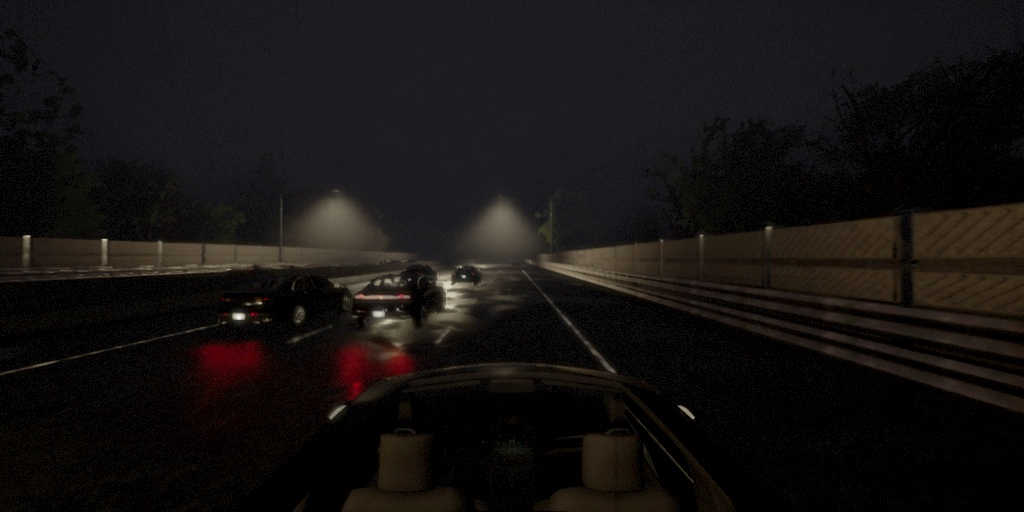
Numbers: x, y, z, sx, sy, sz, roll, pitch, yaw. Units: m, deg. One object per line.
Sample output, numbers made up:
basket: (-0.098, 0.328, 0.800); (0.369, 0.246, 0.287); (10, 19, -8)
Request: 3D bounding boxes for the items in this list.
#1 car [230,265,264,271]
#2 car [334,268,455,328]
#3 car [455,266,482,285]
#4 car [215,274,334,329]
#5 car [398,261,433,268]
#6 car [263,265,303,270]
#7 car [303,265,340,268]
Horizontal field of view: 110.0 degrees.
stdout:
car: (-24.609, 1.526, 34.435); (1.895, 1.301, 4.718); (0, 0, 0)
car: (-3.413, 1.294, 11.626); (2.128, 1.511, 4.902); (0, 0, 0)
car: (-3.420, 1.451, 27.562); (1.994, 1.385, 4.181); (0, 0, 0)
car: (-6.913, 1.307, 11.508); (1.837, 1.490, 4.892); (0, 0, 0)
car: (-6.920, 1.389, 27.093); (1.837, 1.490, 4.892); (0, 0, 0)
car: (-21.111, 1.526, 34.449); (1.895, 1.301, 4.718); (0, 0, 0)
car: (-17.611, 1.525, 34.473); (1.895, 1.301, 4.718); (0, 0, 0)
